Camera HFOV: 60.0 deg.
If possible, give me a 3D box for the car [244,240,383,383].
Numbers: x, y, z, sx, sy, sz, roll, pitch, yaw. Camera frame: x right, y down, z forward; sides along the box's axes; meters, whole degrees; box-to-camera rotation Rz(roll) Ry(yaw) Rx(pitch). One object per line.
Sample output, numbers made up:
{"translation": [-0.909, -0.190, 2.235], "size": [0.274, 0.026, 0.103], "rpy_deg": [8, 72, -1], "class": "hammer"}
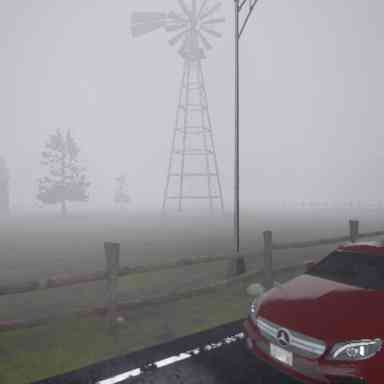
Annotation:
{"translation": [2.871, 1.525, 5.009], "size": [4.674, 1.442, 1.812], "rpy_deg": [0, 0, -36], "class": "car"}
